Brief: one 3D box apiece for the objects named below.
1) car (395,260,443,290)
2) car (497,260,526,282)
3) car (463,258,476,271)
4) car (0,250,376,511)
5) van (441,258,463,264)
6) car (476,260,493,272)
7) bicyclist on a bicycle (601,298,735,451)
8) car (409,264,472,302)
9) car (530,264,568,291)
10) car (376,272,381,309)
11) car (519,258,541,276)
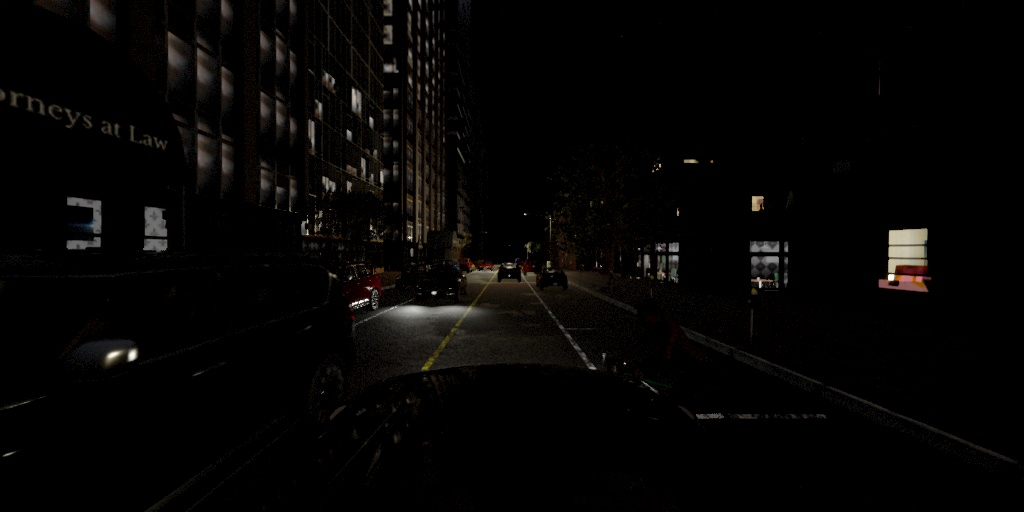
[{"bbox_3d":[-5.932,1.245,22.717,1.967,1.591,4.097,0,0,-1],"label":"car"},{"bbox_3d":[-0.214,1.343,30.384,2.128,1.511,4.902,0,-1,0],"label":"car"},{"bbox_3d":[-6.174,1.199,45.582,2.192,1.841,5.009,0,0,-1],"label":"car"},{"bbox_3d":[-3.101,0.967,2.534,2.150,2.045,5.566,0,0,-1],"label":"car"},{"bbox_3d":[-6.051,1.187,34.514,1.690,1.789,3.998,0,0,-1],"label":"van"},{"bbox_3d":[-3.630,1.437,50.429,1.812,1.442,4.674,0,0,-1],"label":"car"},{"bbox_3d":[1.418,1.253,3.508,1.656,1.620,0.582,5,0,-3],"label":"bicyclist on a bicycle"},{"bbox_3d":[-3.254,1.302,17.263,1.837,1.490,4.892,0,0,-1],"label":"car"},{"bbox_3d":[2.472,1.390,22.793,2.007,1.370,4.403,0,0,-1],"label":"car"},{"bbox_3d":[-5.899,1.081,11.647,2.192,1.841,5.009,0,0,-1],"label":"car"},{"bbox_3d":[2.268,1.214,40.131,2.192,1.841,5.009,0,0,-1],"label":"car"}]
